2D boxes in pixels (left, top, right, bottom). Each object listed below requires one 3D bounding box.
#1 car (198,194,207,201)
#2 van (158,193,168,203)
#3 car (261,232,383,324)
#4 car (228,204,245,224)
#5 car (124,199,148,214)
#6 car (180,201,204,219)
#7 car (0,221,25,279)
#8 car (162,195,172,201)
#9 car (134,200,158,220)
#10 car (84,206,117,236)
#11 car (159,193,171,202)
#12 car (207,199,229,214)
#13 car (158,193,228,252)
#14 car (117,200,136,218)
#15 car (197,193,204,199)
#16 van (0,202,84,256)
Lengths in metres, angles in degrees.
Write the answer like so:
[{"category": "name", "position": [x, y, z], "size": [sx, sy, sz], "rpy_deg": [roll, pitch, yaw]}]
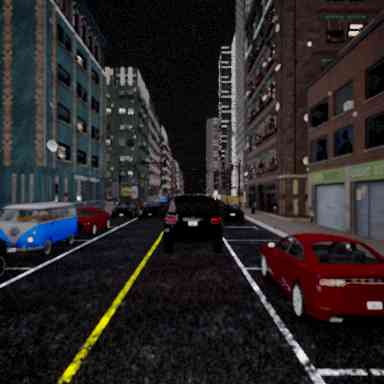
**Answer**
[{"category": "car", "position": [2.520, 1.245, 78.196], "size": [1.967, 1.590, 4.097], "rpy_deg": [0, 0, 0]}, {"category": "van", "position": [-5.834, 1.169, 67.122], "size": [1.690, 1.788, 3.998], "rpy_deg": [0, 0, 0]}, {"category": "car", "position": [2.683, 1.524, 7.118], "size": [1.887, 1.381, 4.507], "rpy_deg": [0, 0, 0]}, {"category": "car", "position": [2.645, 1.498, 23.688], "size": [1.947, 1.339, 4.313], "rpy_deg": [0, 0, 0]}, {"category": "car", "position": [-5.762, 1.485, 34.728], "size": [1.802, 1.307, 4.206], "rpy_deg": [0, 0, 0]}, {"category": "car", "position": [0.015, 1.519, 28.730], "size": [1.895, 1.301, 4.718], "rpy_deg": [0, 0, 0]}, {"category": "car", "position": [-5.698, 1.544, 7.111], "size": [1.947, 1.339, 4.313], "rpy_deg": [0, 0, 0]}, {"category": "car", "position": [-5.861, 1.349, 78.178], "size": [1.887, 1.381, 4.507], "rpy_deg": [0, 0, 0]}, {"category": "car", "position": [-3.148, 1.487, 26.937], "size": [1.994, 1.385, 4.181], "rpy_deg": [0, 0, 0]}, {"category": "car", "position": [-5.723, 1.492, 18.158], "size": [1.887, 1.381, 4.507], "rpy_deg": [0, 0, 0]}, {"category": "car", "position": [-5.847, 1.131, 72.650], "size": [2.192, 1.841, 5.009], "rpy_deg": [0, 0, 0]}, {"category": "car", "position": [2.619, 1.469, 34.735], "size": [1.947, 1.339, 4.313], "rpy_deg": [0, 0, 0]}, {"category": "car", "position": [0.045, 1.176, 13.833], "size": [2.150, 2.045, 5.566], "rpy_deg": [0, -1, 0]}, {"category": "car", "position": [-5.749, 1.483, 29.205], "size": [1.947, 1.339, 4.313], "rpy_deg": [0, 0, 0]}, {"category": "car", "position": [2.482, 1.214, 94.778], "size": [1.967, 1.590, 4.097], "rpy_deg": [0, 0, 0]}, {"category": "van", "position": [-5.709, 1.304, 12.634], "size": [1.690, 1.788, 3.998], "rpy_deg": [0, 0, 0]}]
